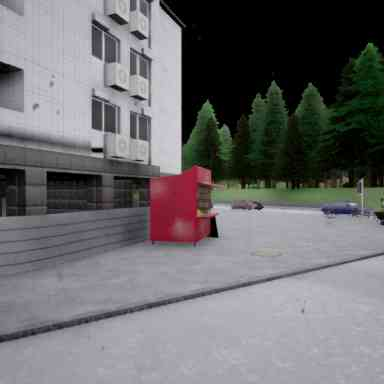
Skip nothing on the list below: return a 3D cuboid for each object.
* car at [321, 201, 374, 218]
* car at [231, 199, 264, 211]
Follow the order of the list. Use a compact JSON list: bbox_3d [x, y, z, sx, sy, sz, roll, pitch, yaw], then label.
[{"bbox_3d":[14.177,1.526,30.488,1.812,1.442,4.674,0,0,-35],"label":"car"},{"bbox_3d":[6.802,1.563,40.830,1.994,1.385,4.181,0,0,-35],"label":"car"}]
